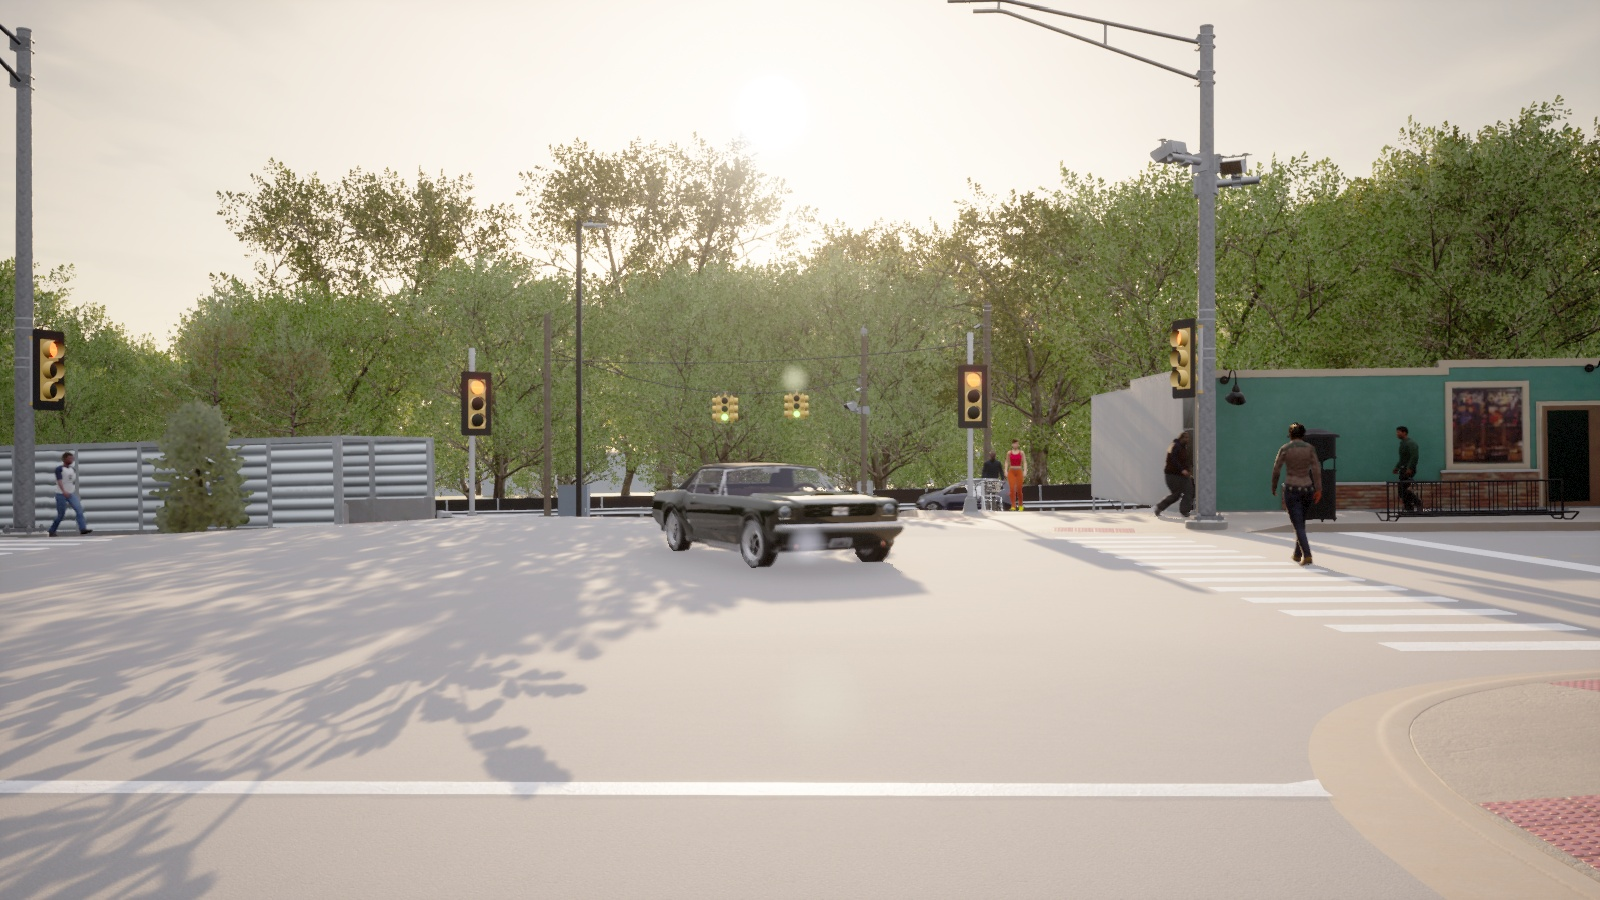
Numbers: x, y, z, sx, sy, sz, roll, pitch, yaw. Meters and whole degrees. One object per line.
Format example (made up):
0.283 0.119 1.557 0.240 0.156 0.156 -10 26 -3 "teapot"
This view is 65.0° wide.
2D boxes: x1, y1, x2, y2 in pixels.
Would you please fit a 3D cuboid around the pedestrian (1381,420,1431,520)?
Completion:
11.941 0.389 24.754 0.788 1.949 0.423 0 0 4 "pedestrian"

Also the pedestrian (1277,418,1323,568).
6.209 0.520 15.621 0.328 1.805 0.869 0 0 8 "pedestrian"

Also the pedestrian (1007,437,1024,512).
5.372 0.601 31.307 0.345 1.836 0.594 0 0 16 "pedestrian"

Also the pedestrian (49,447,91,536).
-15.089 0.849 25.952 0.706 1.836 0.354 0 0 14 "pedestrian"

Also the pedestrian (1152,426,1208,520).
7.606 0.443 25.112 0.899 1.844 0.634 0 0 38 "pedestrian"

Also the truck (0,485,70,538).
-40.399 3.130 63.663 5.204 2.467 2.627 -2 0 3 "truck"

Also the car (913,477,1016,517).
7.637 2.173 58.440 4.611 1.667 2.242 -2 0 7 "car"

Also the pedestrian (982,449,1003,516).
5.358 0.886 35.026 0.402 1.842 0.726 0 0 -7 "pedestrian"

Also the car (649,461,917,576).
-0.423 0.833 17.388 1.895 1.301 4.718 0 0 -26 "car"
